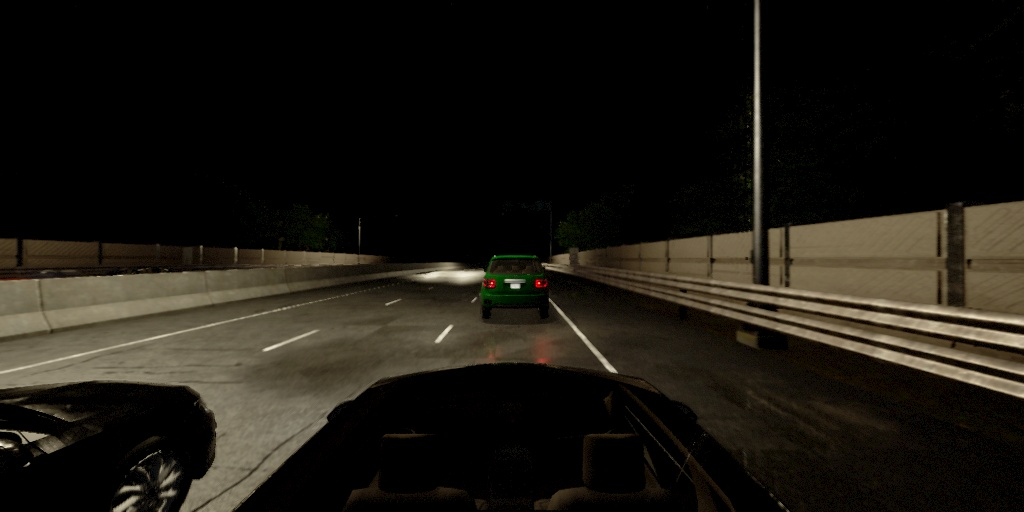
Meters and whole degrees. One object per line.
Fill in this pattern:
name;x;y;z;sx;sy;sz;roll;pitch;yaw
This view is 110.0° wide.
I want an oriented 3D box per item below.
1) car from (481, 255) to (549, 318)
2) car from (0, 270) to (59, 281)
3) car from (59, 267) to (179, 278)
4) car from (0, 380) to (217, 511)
car;0.101;0.996;13.280;2.150;2.045;5.566;0;0;0
car;-24.510;1.405;18.872;1.895;1.301;4.718;0;0;0
car;-21.000;1.365;19.908;1.837;1.490;4.892;0;0;0
car;-3.400;1.255;1.002;1.837;1.490;4.892;0;0;0
